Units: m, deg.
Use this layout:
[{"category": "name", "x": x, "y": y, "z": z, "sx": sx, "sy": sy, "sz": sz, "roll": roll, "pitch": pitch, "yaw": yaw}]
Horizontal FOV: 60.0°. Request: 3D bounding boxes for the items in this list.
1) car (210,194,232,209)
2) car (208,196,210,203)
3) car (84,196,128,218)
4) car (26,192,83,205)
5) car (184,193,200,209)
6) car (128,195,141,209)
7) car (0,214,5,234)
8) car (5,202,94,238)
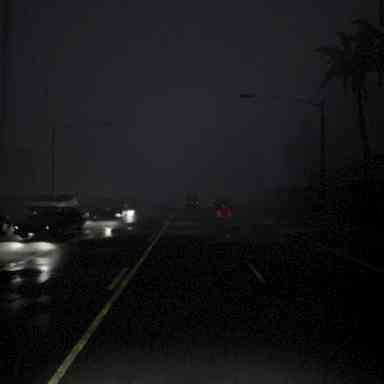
[{"category": "car", "x": 3.497, "y": 1.233, "z": 38.987, "sx": 1.895, "sy": 1.301, "sz": 4.718, "roll": 0, "pitch": 1, "yaw": 0}, {"category": "car", "x": 3.498, "y": 1.001, "z": 49.429, "sx": 1.812, "sy": 1.442, "sz": 4.674, "roll": 0, "pitch": 1, "yaw": 0}, {"category": "car", "x": -7.033, "y": 1.279, "z": 27.672, "sx": 1.882, "sy": 1.535, "sz": 5.008, "roll": 0, "pitch": 1, "yaw": 0}, {"category": "car", "x": -10.545, "y": 1.056, "z": 25.287, "sx": 2.150, "sy": 2.045, "sz": 5.566, "roll": 0, "pitch": 1, "yaw": 0}, {"category": "car", "x": -0.003, "y": 1.188, "z": 38.590, "sx": 2.033, "sy": 1.411, "sz": 5.357, "roll": 0, "pitch": 1, "yaw": 0}, {"category": "car", "x": -7.048, "y": 1.144, "z": 38.064, "sx": 2.128, "sy": 1.511, "sz": 4.902, "roll": 0, "pitch": 1, "yaw": 1}, {"category": "car", "x": -10.588, "y": 1.491, "z": 15.861, "sx": 1.994, "sy": 1.385, "sz": 4.181, "roll": 0, "pitch": 0, "yaw": 0}, {"category": "car", "x": -7.087, "y": 1.461, "z": 17.321, "sx": 2.033, "sy": 1.411, "sz": 5.357, "roll": 0, "pitch": 0, "yaw": 1}]
